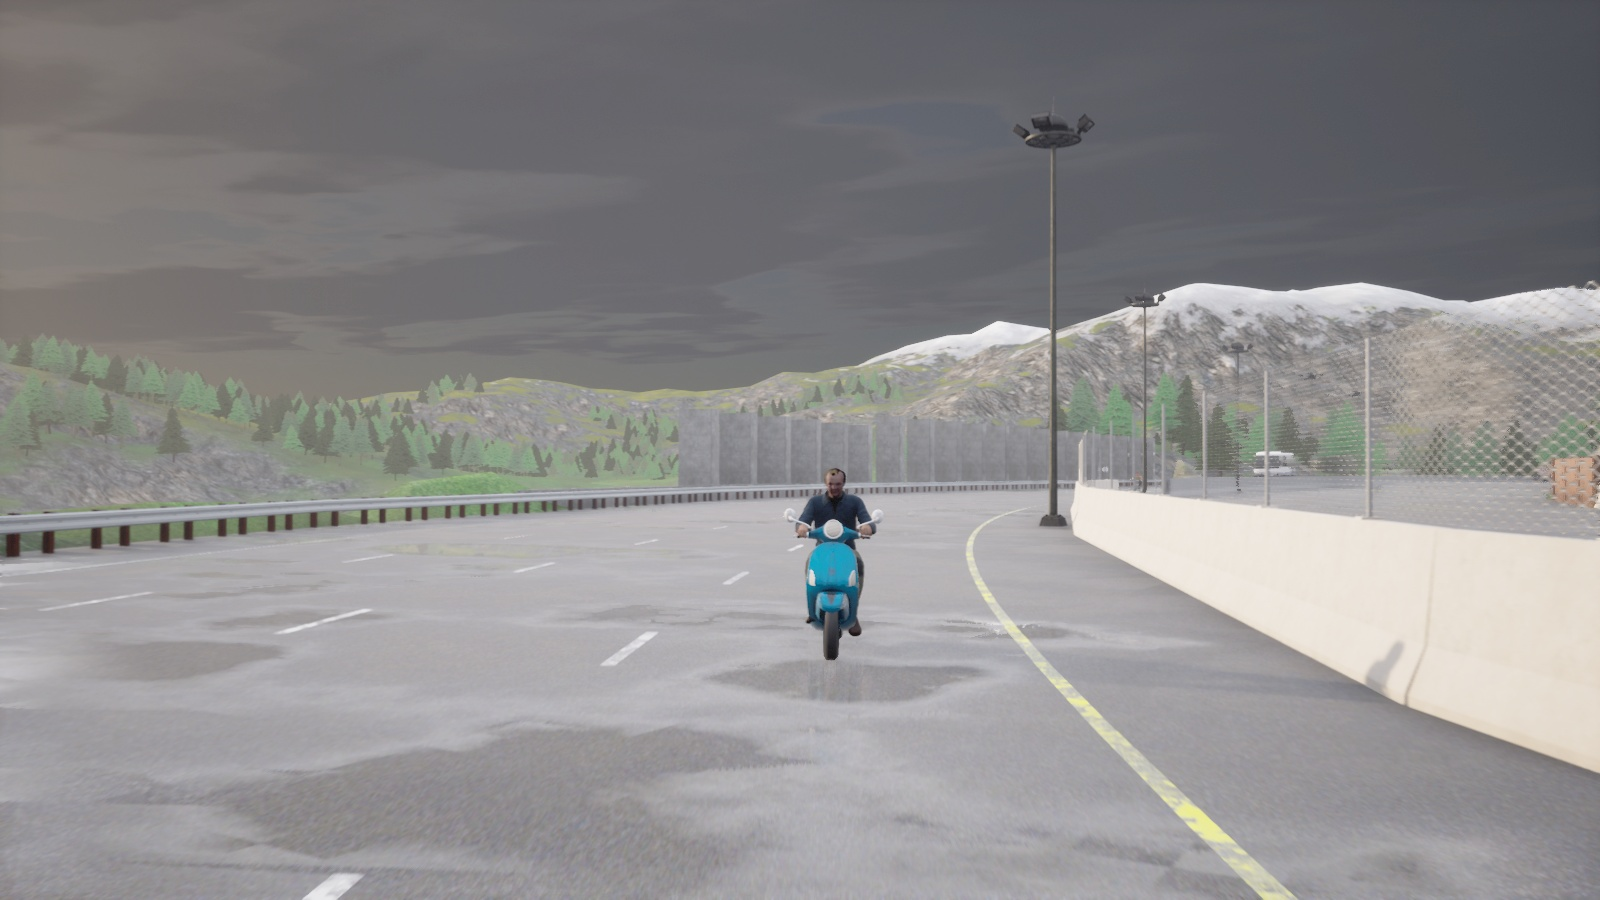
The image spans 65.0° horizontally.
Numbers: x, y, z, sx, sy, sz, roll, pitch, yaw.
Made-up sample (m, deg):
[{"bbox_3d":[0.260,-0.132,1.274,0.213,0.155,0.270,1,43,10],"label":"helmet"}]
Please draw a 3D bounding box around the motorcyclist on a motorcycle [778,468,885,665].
[{"bbox_3d":[0.308,0.952,11.058,0.866,1.590,1.817,0,-1,3],"label":"motorcyclist on a motorcycle"}]
